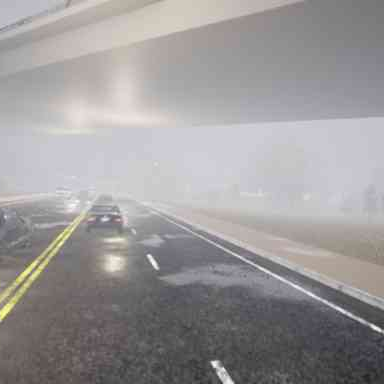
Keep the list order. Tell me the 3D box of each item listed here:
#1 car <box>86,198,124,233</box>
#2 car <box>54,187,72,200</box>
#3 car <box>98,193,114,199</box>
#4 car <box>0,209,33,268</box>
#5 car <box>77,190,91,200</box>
[{"bbox_3d":[-4.682,1.312,17.997,2.033,1.411,5.357,3,0,-14],"label":"car"},{"bbox_3d":[-20.837,0.161,53.953,2.150,2.045,5.566,3,0,-15],"label":"car"},{"bbox_3d":[-11.414,0.908,43.928,1.882,1.535,5.008,3,0,-15],"label":"car"},{"bbox_3d":[-6.198,1.220,10.025,2.033,1.411,5.357,3,0,-14],"label":"car"},{"bbox_3d":[-17.724,0.461,54.846,2.097,1.767,4.553,3,0,-15],"label":"car"}]
